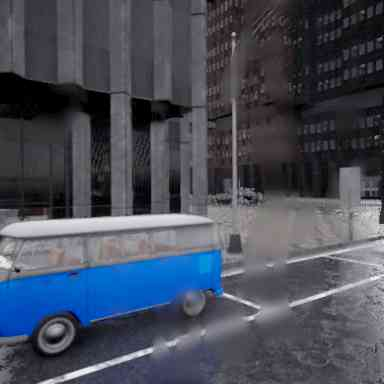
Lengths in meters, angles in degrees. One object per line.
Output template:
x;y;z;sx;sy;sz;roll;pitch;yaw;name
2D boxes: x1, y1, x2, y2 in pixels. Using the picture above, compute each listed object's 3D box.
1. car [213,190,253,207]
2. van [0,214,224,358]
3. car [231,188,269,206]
4.432;0.903;39.008;1.837;1.490;4.892;-1;1;-36;car
-1.326;1.324;5.706;3.998;1.788;1.690;-1;0;-36;van
6.927;0.585;41.105;2.150;2.045;5.566;-1;1;-36;car
